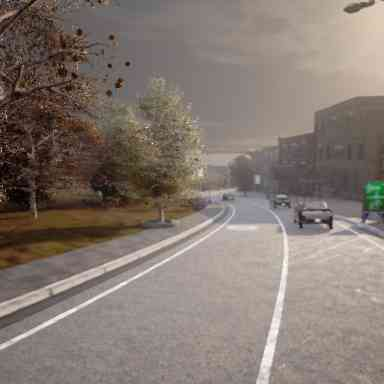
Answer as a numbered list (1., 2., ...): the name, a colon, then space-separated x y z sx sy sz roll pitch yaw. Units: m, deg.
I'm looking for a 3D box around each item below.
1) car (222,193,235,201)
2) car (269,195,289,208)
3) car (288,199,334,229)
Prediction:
1. car: 6.887 0.919 62.760 2.128 1.511 4.902 -2 0 -2
2. car: 10.050 1.065 38.097 1.837 1.490 4.892 -1 1 6
3. car: 7.204 1.263 19.997 2.128 1.511 4.902 0 1 13
